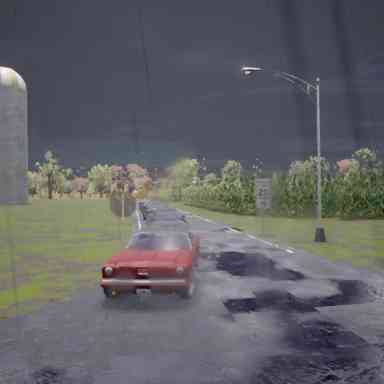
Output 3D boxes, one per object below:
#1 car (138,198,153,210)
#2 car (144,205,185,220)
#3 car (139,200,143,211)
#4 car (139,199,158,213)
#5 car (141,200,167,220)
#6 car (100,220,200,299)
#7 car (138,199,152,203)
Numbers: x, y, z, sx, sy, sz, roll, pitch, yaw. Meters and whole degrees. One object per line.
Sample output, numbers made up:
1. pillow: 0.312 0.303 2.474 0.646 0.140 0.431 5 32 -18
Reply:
1. car: -6.733 1.695 48.170 1.882 1.535 5.008 -1 0 -11
2. car: -1.353 1.649 17.798 1.994 1.385 4.181 -1 0 -10
3. car: -3.417 1.700 29.866 1.994 1.385 4.181 -1 0 -10
4. car: -5.608 1.682 42.084 2.128 1.511 4.902 -1 0 -10
5. car: -2.305 1.600 23.444 2.128 1.511 4.902 -1 0 -10
6. car: -0.809 1.661 8.772 1.895 1.301 4.718 -1 0 4
7. car: -4.454 1.710 35.732 2.033 1.411 5.357 -1 0 -10
